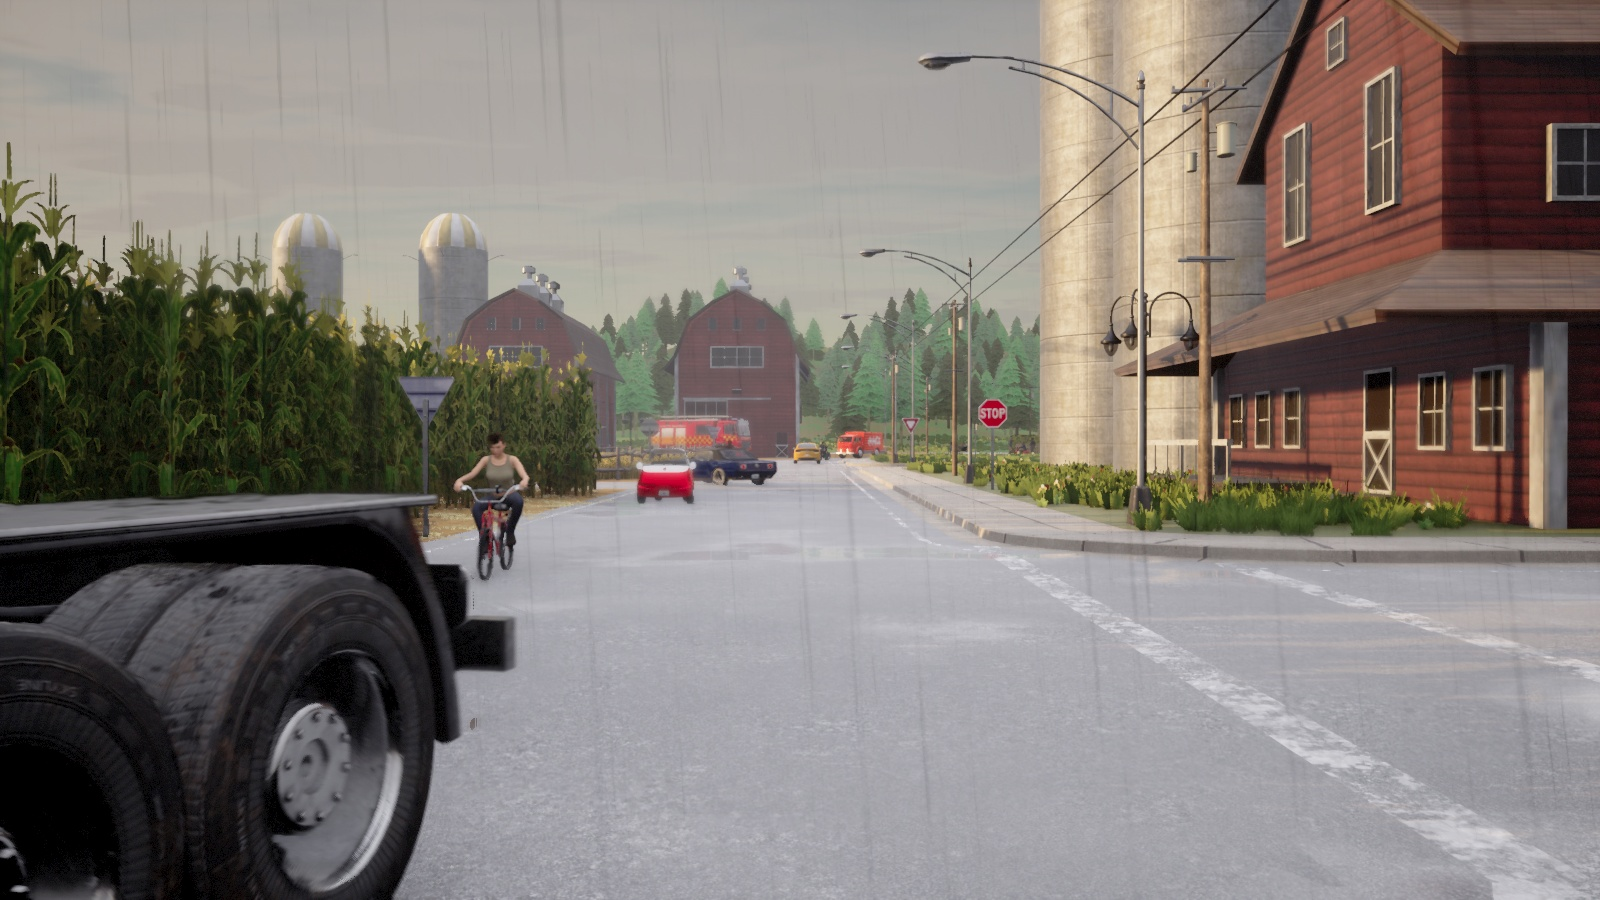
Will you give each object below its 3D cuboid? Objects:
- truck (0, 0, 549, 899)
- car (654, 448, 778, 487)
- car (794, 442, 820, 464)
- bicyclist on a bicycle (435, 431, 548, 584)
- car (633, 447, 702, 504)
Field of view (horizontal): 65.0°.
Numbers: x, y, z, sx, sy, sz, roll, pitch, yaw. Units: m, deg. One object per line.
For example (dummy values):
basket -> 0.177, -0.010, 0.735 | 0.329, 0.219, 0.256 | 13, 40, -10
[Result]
truck -> -3.227, -0.245, 1.166 | 2.891, 3.462, 7.936 | 0, 0, 13
car -> -3.029, 0.593, 44.607 | 1.895, 1.301, 4.718 | 0, 0, -42
car -> 0.516, 0.208, 91.460 | 1.882, 1.535, 5.008 | 0, 0, 0
bicyclist on a bicycle -> -3.408, 0.599, 14.012 | 0.866, 1.612, 1.509 | 0, 1, 0
car -> -3.307, 0.620, 31.662 | 1.481, 1.376, 2.207 | 0, 0, 0
